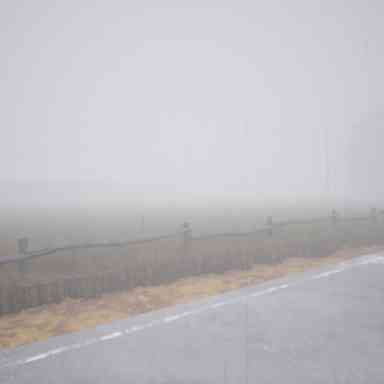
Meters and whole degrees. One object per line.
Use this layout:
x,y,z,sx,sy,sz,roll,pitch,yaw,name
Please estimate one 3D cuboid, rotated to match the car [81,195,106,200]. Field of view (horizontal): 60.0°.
-16.051,1.248,53.296,4.674,1.442,1.812,0,0,-36,car
